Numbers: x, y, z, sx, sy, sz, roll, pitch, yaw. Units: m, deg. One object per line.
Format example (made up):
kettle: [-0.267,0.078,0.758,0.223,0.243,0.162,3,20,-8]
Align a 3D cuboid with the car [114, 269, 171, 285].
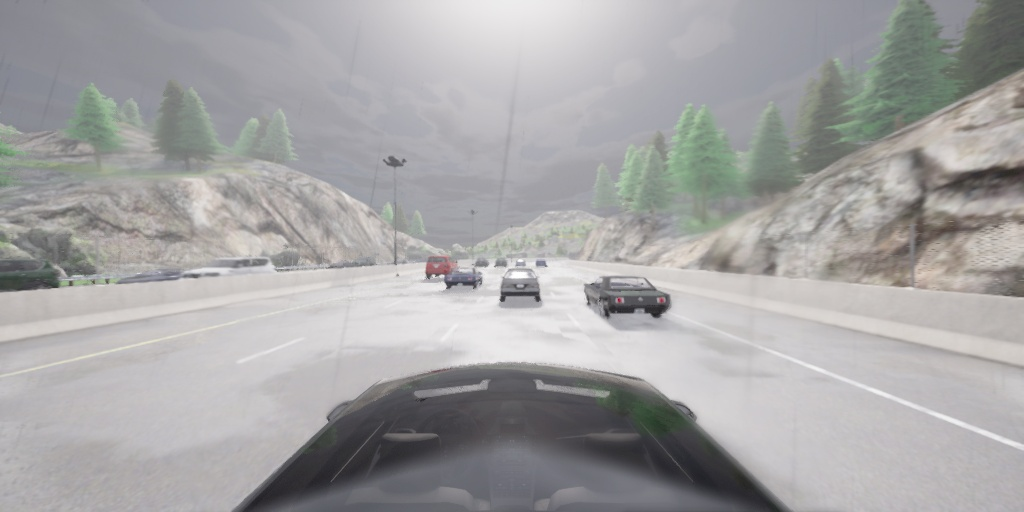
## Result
car: [-20.703,1.452,21.246,1.994,1.385,4.181,0,0,2]

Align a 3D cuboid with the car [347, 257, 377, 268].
car: [-23.296,1.127,56.577,2.150,2.045,5.566,0,0,2]

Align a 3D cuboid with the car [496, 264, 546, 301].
car: [0.401,1.291,17.403,2.033,1.411,5.357,0,0,1]

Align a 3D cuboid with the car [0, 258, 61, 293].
car: [-24.336,1.135,16.028,2.150,2.045,5.566,0,0,1]

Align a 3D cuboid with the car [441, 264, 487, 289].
car: [-2.968,1.366,23.052,1.895,1.301,4.718,0,0,1]

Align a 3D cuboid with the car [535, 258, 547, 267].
car: [5.191,1.177,64.246,1.882,1.535,5.008,-1,0,4]

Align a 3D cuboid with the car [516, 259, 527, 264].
car: [1.626,1.271,64.360,2.033,1.411,5.357,0,0,3]

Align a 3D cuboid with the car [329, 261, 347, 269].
car: [-26.785,1.466,56.765,2.033,1.411,5.357,0,0,2]

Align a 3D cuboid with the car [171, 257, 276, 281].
car: [-17.182,1.085,22.151,2.150,2.045,5.566,0,0,2]

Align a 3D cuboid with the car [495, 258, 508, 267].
car: [-1.795,1.100,64.290,2.097,1.767,4.553,0,0,4]

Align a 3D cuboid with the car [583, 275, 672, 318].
car: [3.784,1.322,12.694,1.895,1.301,4.718,0,0,1]

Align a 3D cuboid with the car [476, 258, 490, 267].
car: [-5.284,1.125,64.956,2.097,1.767,4.553,0,0,4]

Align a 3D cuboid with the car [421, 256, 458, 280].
car: [-6.243,1.005,32.510,2.150,2.045,5.566,0,0,1]
